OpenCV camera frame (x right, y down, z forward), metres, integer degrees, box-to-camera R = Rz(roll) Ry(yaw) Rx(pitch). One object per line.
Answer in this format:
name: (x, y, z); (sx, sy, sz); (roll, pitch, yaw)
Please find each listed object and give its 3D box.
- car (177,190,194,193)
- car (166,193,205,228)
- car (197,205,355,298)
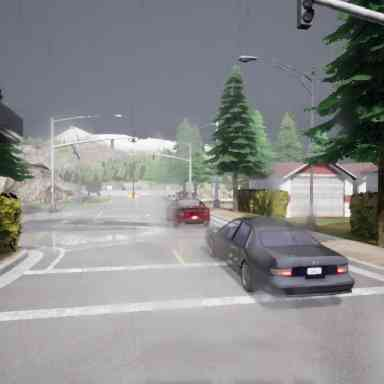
car: (-0.966, 0.386, 70.291); (4.902, 1.511, 2.128); (0, 1, -11)
car: (-0.327, 1.059, 18.982); (1.882, 1.535, 5.008); (-1, 2, -11)
car: (1.775, 1.366, 8.601); (2.033, 1.411, 5.357); (0, 3, -11)
